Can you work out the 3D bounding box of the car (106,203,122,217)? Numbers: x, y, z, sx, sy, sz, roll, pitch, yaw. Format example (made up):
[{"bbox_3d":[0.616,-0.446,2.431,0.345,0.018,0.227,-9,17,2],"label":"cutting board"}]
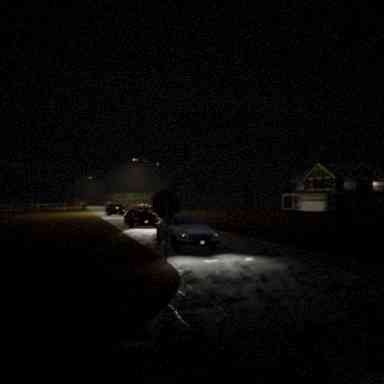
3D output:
[{"bbox_3d":[-8.809,2.032,38.443,1.837,1.490,4.892,1,-2,-20],"label":"car"}]

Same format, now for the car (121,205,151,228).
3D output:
[{"bbox_3d":[-3.748,1.843,24.431,1.994,1.385,4.181,1,-1,-20],"label":"car"}]

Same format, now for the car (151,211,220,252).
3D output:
[{"bbox_3d":[-0.336,1.671,14.895,1.812,1.442,4.674,1,-1,-19],"label":"car"}]
